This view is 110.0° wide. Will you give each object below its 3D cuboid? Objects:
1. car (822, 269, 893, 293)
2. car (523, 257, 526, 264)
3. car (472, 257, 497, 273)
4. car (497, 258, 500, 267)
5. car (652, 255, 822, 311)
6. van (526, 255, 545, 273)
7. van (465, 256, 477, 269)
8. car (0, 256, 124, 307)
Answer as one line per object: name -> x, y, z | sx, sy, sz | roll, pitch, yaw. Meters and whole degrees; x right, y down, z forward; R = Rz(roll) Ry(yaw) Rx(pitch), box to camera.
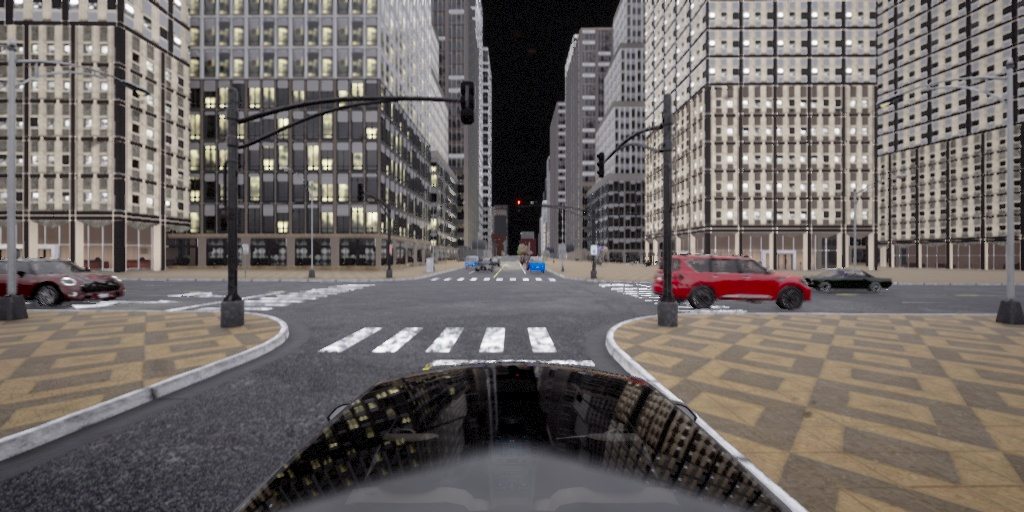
car -> 19.001, 1.437, 20.945 | 4.718, 1.301, 1.895 | 0, 0, -1
car -> 2.693, 1.143, 45.483 | 1.888, 1.381, 4.507 | 0, 0, 0
car -> -3.135, 1.177, 41.324 | 1.994, 1.385, 4.181 | 0, 0, 0
car -> -3.001, 1.026, 59.604 | 1.882, 1.535, 5.008 | 0, 0, 1
car -> 8.460, 1.004, 14.143 | 5.566, 2.045, 2.150 | 0, 0, -1
van -> 2.752, 0.958, 39.945 | 1.690, 1.789, 3.998 | 0, 0, 0
van -> -5.679, 0.920, 51.067 | 1.690, 1.789, 3.998 | 0, 0, 0
car -> -17.825, 0.907, 13.643 | 4.553, 1.767, 2.097 | 0, 0, -1
